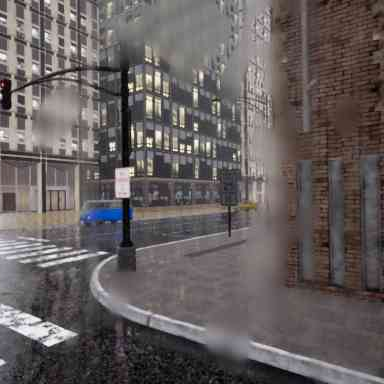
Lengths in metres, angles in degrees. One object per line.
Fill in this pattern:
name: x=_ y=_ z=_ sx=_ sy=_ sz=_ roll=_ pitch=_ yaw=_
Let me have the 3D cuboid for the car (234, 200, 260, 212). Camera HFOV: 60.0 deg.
car: x=6.849 y=1.688 z=41.378 sx=1.752 sy=1.417 sz=4.829 roll=-2 pitch=-1 yaw=36

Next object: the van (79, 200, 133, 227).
van: x=-5.987 y=1.459 z=23.470 sx=1.690 sy=1.788 sz=3.998 roll=-2 pitch=-1 yaw=36
